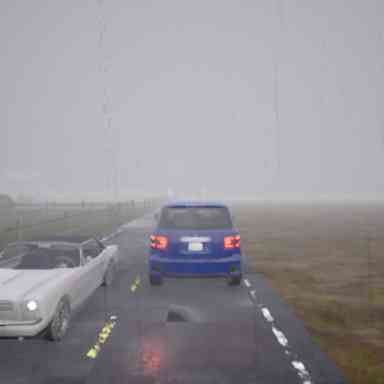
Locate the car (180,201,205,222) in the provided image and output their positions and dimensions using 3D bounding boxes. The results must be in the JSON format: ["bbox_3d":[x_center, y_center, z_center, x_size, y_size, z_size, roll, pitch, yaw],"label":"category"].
[{"bbox_3d":[0.064,1.501,26.662,1.812,1.442,4.674,0,0,0],"label":"car"}]

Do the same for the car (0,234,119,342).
[{"bbox_3d":[-2.854,1.592,6.567,1.895,1.301,4.718,0,0,0],"label":"car"}]

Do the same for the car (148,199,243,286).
[{"bbox_3d":[0.077,1.211,9.520,2.150,2.045,5.566,0,0,0],"label":"car"}]
